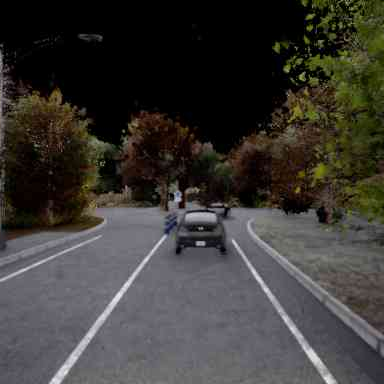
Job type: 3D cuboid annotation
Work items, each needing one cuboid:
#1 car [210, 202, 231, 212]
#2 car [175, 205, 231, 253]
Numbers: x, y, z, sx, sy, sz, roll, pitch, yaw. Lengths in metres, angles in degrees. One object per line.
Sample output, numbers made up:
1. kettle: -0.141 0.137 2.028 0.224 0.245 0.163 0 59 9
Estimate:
1. car: 2.528 1.706 30.919 2.128 1.511 4.902 0 -1 13
2. car: 0.363 1.469 13.490 1.837 1.490 4.892 0 0 2
